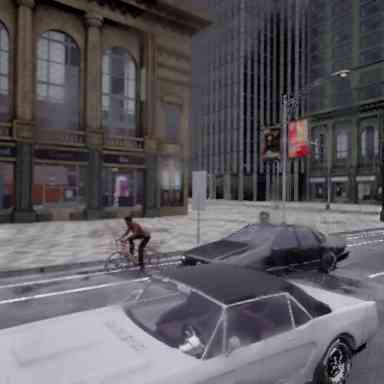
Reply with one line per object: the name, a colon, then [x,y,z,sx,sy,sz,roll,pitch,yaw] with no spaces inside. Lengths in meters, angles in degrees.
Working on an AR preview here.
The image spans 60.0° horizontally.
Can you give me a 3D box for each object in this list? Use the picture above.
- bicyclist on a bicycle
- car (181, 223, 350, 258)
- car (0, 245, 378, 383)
bicyclist on a bicycle: [-1.615,1.477,9.204,1.656,1.620,0.582,0,0,-36]
car: [2.260,1.589,9.292,5.357,1.411,2.033,0,0,-35]
car: [0.019,1.613,3.700,4.718,1.301,1.895,0,0,-36]
